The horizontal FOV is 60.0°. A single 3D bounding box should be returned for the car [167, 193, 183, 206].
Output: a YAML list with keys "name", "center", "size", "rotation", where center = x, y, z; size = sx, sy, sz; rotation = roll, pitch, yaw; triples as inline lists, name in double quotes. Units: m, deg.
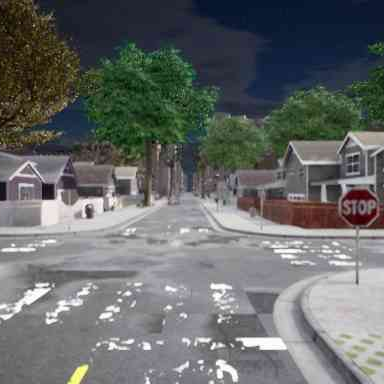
- name: "car"
  center: [-2.935, 1.382, 53.651]
  size: [2.128, 1.511, 4.902]
  rotation: [0, 0, 0]
